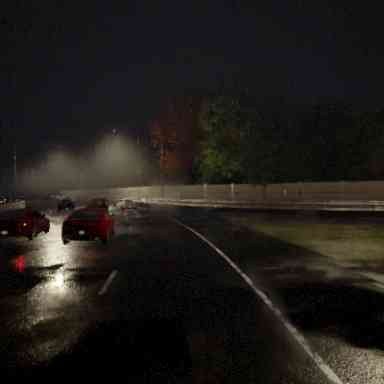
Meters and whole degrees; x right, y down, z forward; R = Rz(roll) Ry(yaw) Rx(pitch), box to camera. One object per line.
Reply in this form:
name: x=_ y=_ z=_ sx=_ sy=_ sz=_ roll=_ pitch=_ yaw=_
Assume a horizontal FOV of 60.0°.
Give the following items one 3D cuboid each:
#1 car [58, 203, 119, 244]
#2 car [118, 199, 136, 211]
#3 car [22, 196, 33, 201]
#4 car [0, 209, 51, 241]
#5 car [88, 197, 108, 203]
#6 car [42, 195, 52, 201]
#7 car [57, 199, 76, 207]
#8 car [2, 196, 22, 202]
car: x=-4.822 y=1.499 z=16.012 sx=1.882 sy=1.535 sz=5.008 roll=0 pitch=0 yaw=-8
car: x=-8.225 y=1.553 z=41.616 sx=1.812 sy=1.442 sz=4.674 roll=0 pitch=0 yaw=-22
car: x=-41.323 y=1.594 z=82.515 sx=4.181 sy=1.385 sz=1.994 roll=0 pitch=0 yaw=39
car: x=-8.500 y=1.572 z=16.676 sx=1.812 sy=1.442 sz=4.674 roll=0 pitch=0 yaw=-10
car: x=-11.399 y=1.401 z=40.142 sx=2.097 sy=1.767 sz=4.553 roll=0 pitch=0 yaw=-23
car: x=-37.097 y=1.535 z=85.087 sx=1.812 sy=1.442 sz=4.674 roll=0 pitch=0 yaw=-36
car: x=-14.927 y=1.581 z=39.525 sx=1.837 sy=1.490 sz=4.892 roll=0 pitch=1 yaw=-22
car: x=-43.635 y=1.599 z=79.888 sx=5.357 sy=1.411 sz=2.033 roll=0 pitch=0 yaw=39
